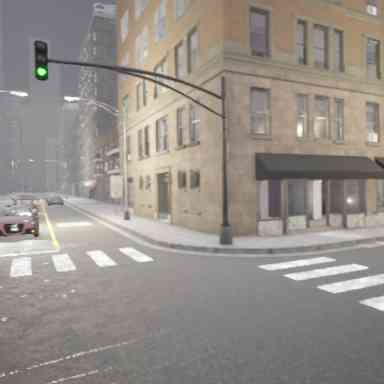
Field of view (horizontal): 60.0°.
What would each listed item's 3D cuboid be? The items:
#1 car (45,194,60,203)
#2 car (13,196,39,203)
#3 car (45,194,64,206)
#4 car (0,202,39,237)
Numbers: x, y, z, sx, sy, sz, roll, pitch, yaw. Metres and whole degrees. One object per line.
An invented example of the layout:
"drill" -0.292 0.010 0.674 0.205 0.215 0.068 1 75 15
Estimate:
"car" -22.908 1.067 54.547 1.994 1.385 4.181 -1 1 -25
"car" -12.851 1.314 25.434 2.128 1.511 4.902 -1 1 -25
"car" -18.701 1.161 45.531 1.994 1.385 4.181 -1 1 -25
"car" -8.693 1.452 16.501 1.994 1.385 4.181 -1 1 -25
